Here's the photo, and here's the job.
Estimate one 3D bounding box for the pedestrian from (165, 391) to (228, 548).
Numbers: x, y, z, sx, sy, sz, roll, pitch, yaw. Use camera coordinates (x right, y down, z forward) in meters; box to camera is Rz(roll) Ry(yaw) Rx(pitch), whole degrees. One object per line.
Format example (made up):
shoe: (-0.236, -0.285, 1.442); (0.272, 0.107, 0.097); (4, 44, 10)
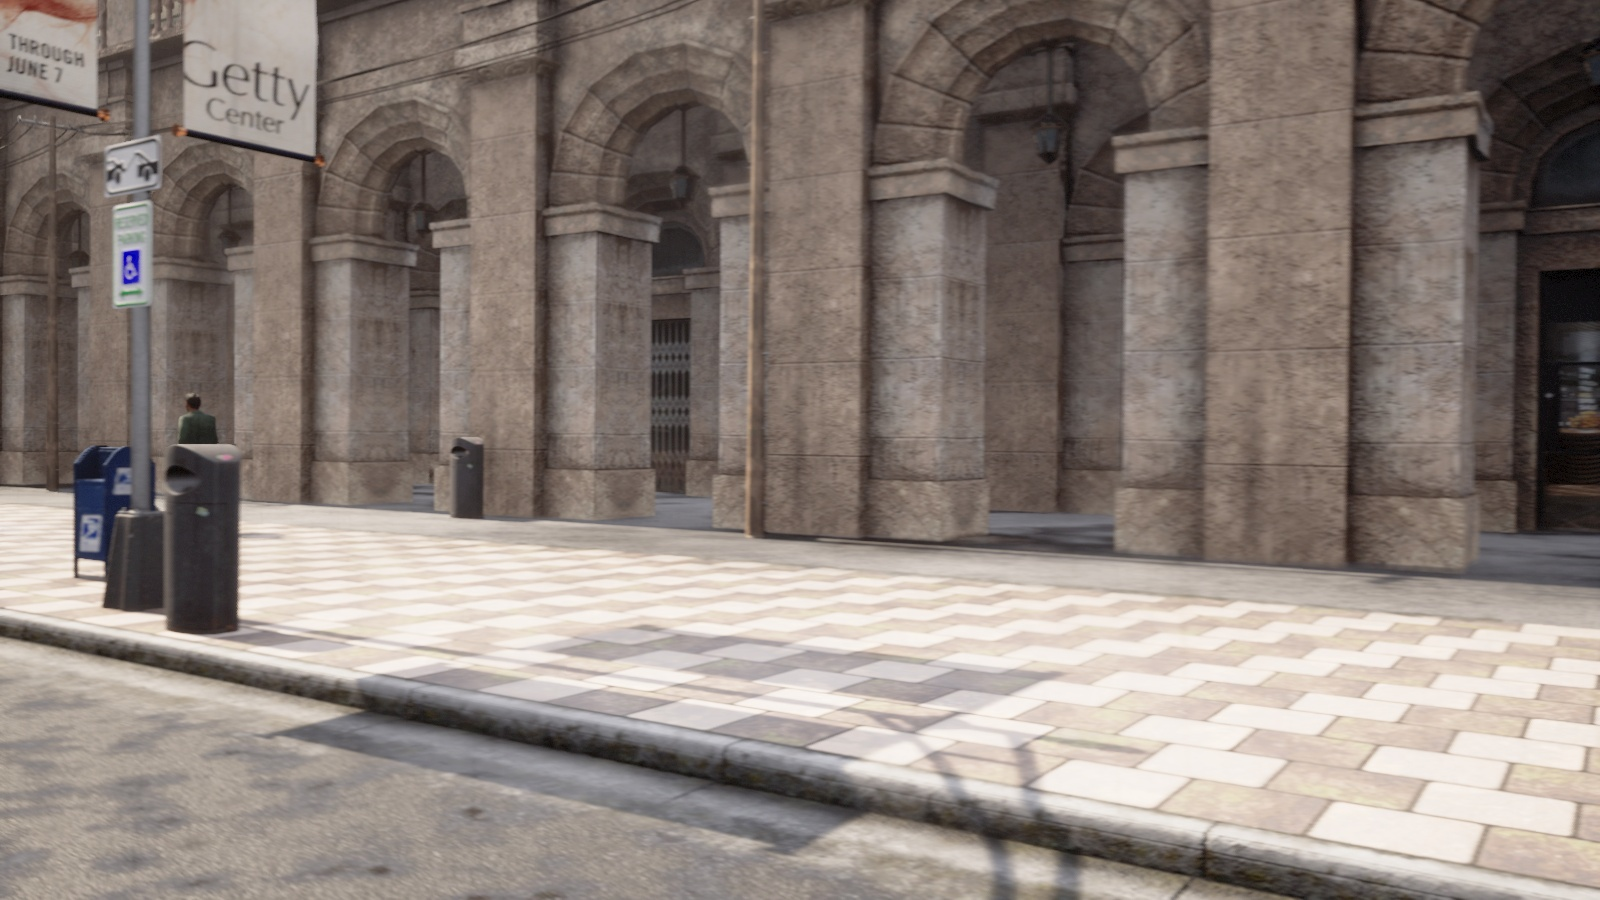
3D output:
pedestrian: (-7.702, 0.239, 16.032); (0.788, 1.949, 0.423); (0, 1, 41)
